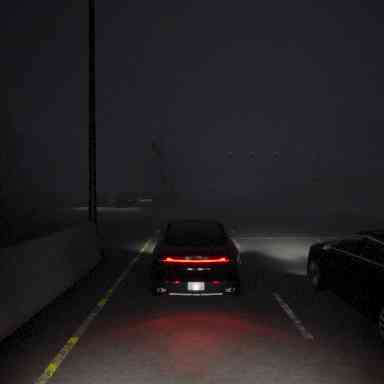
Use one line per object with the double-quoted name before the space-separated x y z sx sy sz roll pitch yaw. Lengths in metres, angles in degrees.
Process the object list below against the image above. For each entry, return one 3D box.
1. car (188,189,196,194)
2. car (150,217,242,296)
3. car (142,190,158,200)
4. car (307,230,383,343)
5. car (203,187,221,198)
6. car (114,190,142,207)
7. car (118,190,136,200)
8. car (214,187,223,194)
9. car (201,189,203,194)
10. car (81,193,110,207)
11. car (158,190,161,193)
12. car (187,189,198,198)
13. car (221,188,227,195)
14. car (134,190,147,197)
"car" 0.017 -0.153 88.271 2.033 1.411 5.357 0 1 0
"car" 0.078 1.379 8.325 1.837 1.490 4.892 0 1 0
"car" -7.078 0.551 53.728 1.994 1.385 4.181 0 1 0
"car" 3.567 1.413 5.814 2.128 1.511 4.902 0 1 0
"car" 3.612 0.188 61.395 2.097 1.767 4.553 0 1 0
"car" -7.092 0.808 36.288 1.882 1.535 5.008 0 1 0
"car" -10.576 0.448 54.566 1.882 1.535 5.008 0 1 0
"car" 7.017 -0.448 88.238 2.097 1.767 4.553 0 1 0
"car" 3.519 -0.243 90.818 1.837 1.490 4.892 0 1 1
"car" -10.592 0.865 36.924 2.033 1.411 5.357 0 1 0
"car" -6.987 0.224 68.374 1.812 1.442 4.674 0 2 0
"car" 0.114 0.322 61.650 2.128 1.511 4.902 0 1 0
"car" 7.015 -0.160 79.072 2.097 1.767 4.553 0 1 0
"car" -10.487 0.292 68.493 1.895 1.301 4.718 0 1 0
